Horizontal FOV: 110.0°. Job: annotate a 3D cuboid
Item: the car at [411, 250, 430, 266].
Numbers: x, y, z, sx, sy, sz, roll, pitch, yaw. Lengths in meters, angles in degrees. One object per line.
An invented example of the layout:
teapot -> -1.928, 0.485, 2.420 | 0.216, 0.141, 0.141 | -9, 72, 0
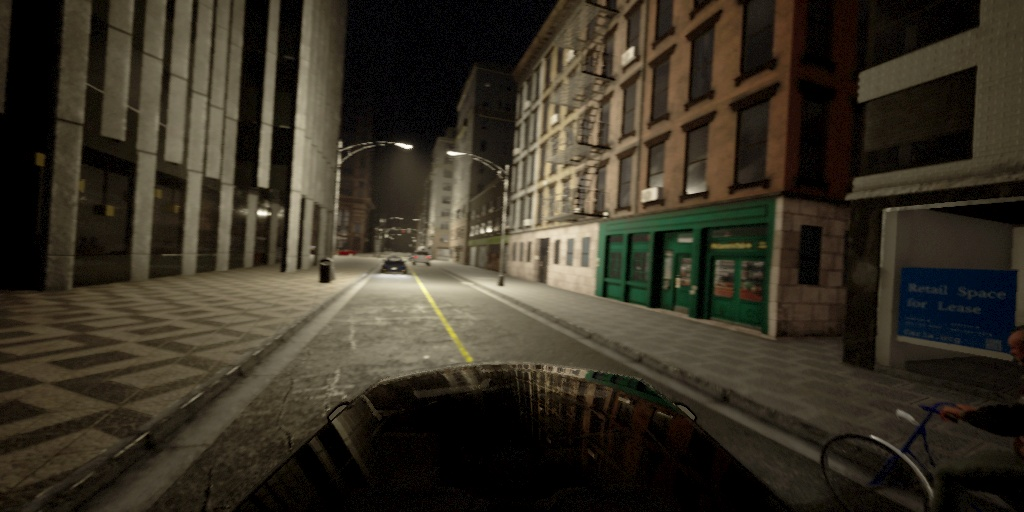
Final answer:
car -> -12.290, 0.255, 48.436 | 2.150, 2.045, 5.566 | 4, 0, -18

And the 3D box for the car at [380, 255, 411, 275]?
car -> -9.636, 0.739, 29.442 | 1.994, 1.385, 4.181 | 4, 0, -18

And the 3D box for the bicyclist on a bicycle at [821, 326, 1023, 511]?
bicyclist on a bicycle -> 3.074, 1.311, 2.348 | 0.659, 1.776, 1.843 | 4, 0, -18
